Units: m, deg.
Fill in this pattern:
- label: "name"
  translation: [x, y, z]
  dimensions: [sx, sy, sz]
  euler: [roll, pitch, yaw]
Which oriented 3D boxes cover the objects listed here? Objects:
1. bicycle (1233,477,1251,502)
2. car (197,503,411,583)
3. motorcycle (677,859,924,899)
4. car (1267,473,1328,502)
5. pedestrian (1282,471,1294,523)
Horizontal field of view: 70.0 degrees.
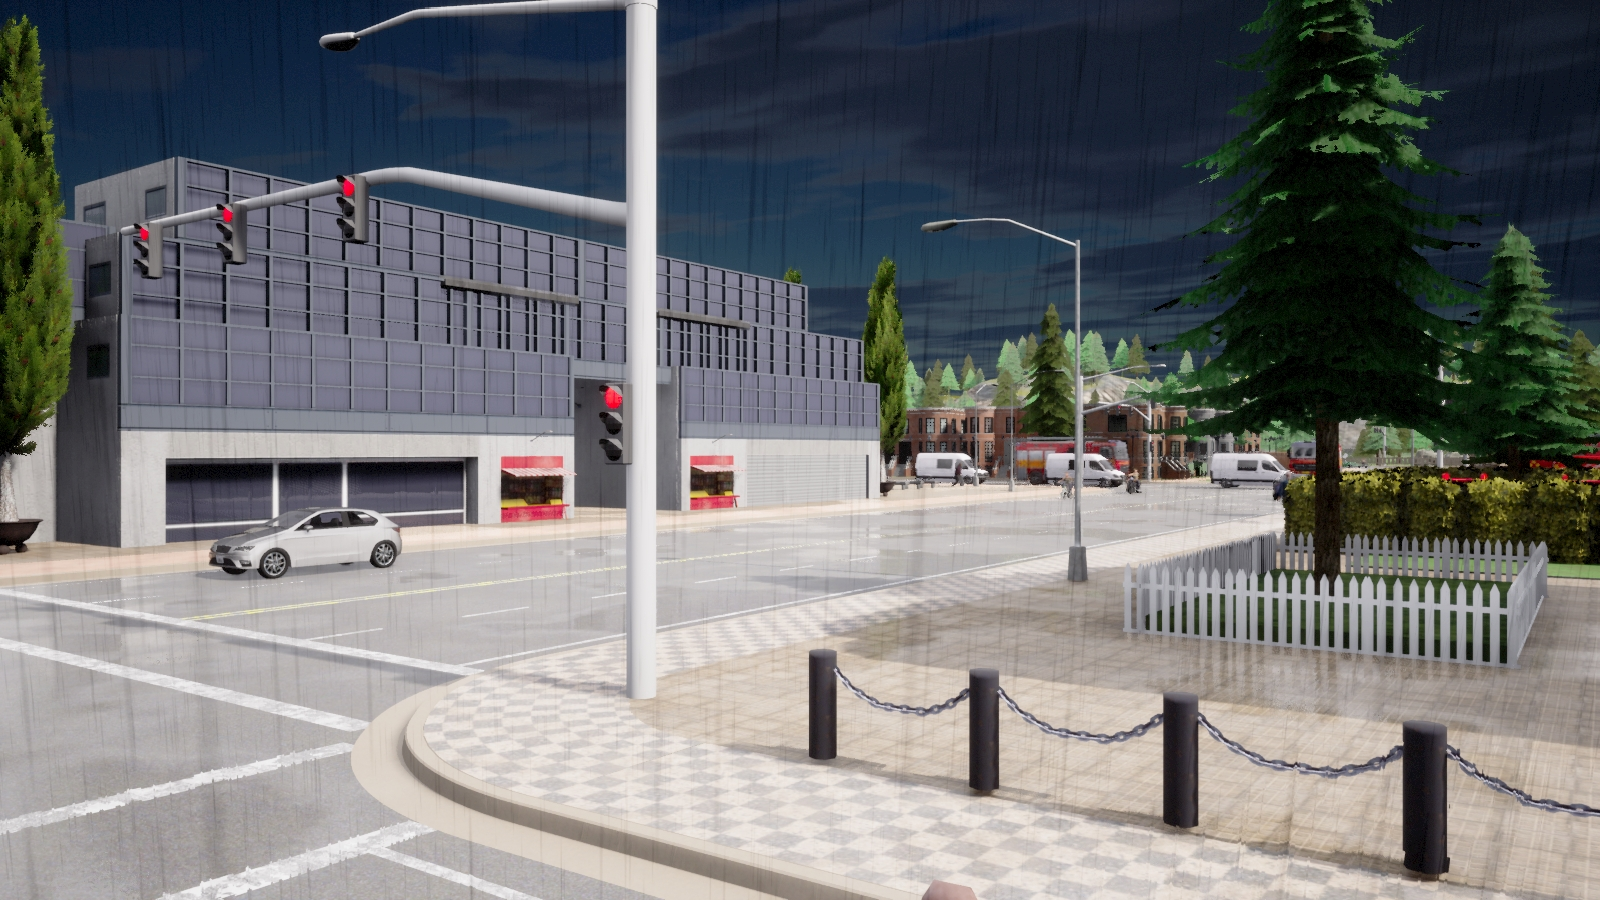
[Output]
- label: "bicycle"
  translation: [24.334, 2.158, 62.852]
  dimensions: [0.859, 1.276, 1.487]
  euler: [0, 0, 23]
- label: "car"
  translation: [-11.323, 2.066, 26.349]
  dimensions: [1.816, 1.474, 4.193]
  euler: [0, 0, 35]
- label: "motorcycle"
  translation: [0.509, 2.205, 3.428]
  dimensions: [2.209, 1.251, 0.867]
  euler: [0, 0, 35]
- label: "car"
  translation: [27.765, 2.063, 63.661]
  dimensions: [2.163, 1.488, 4.792]
  euler: [0, 0, 35]
- label: "pedestrian"
  translation: [17.590, 1.695, 41.161]
  dimensions: [0.375, 1.860, 0.375]
  euler: [0, 0, 28]
